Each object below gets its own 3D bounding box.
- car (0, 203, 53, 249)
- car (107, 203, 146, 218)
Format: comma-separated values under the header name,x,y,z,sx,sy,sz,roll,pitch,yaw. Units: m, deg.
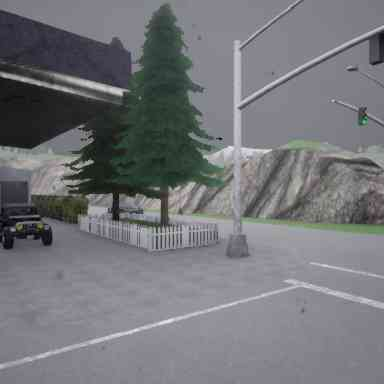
name,x,y,z,sx,sy,sz,roll,pitch,yaw
car,-8.041,1.505,15.808,1.905,1.878,3.866,0,0,-37
car,-6.507,1.739,32.472,2.033,1.411,5.357,0,0,-36
